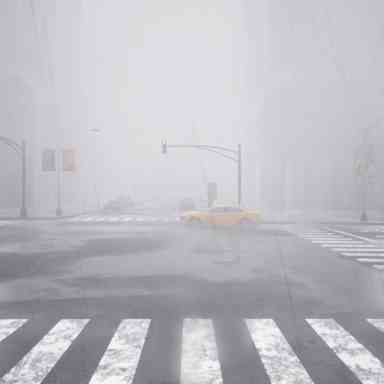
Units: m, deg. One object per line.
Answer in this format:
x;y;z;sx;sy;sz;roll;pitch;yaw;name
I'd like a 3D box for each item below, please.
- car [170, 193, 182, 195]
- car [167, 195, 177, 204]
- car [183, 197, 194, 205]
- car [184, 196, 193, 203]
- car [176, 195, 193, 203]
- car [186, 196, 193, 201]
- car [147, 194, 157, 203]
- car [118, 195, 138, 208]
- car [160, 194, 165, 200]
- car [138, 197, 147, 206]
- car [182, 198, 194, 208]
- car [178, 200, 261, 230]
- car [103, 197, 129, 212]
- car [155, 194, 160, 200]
-3.481;1.557;75.608;1.837;1.490;4.892;0;0;0;car
-3.433;1.670;65.640;1.895;1.301;4.718;0;0;0;car
-0.650;1.602;60.728;1.887;1.381;4.507;0;0;0;car
-0.703;1.611;71.748;1.752;1.417;4.829;0;0;0;car
-0.545;1.447;39.029;1.967;1.590;4.097;0;0;0;car
-0.808;1.693;93.278;1.887;1.381;4.507;0;0;0;car
-9.227;1.667;71.546;1.802;1.307;4.206;0;0;0;car
-9.097;1.334;44.417;2.192;1.841;5.009;0;0;0;car
-9.332;1.693;93.249;1.887;1.381;4.507;0;0;0;car
-9.147;1.569;55.098;1.752;1.417;4.829;0;0;0;car
-0.597;1.613;49.878;1.802;1.307;4.206;0;0;0;car
1.780;1.522;20.904;5.008;1.535;1.882;1;0;0;car
-9.070;1.573;38.990;1.947;1.339;4.313;0;0;0;car
-9.254;1.415;76.973;2.192;1.841;5.009;0;0;0;car
